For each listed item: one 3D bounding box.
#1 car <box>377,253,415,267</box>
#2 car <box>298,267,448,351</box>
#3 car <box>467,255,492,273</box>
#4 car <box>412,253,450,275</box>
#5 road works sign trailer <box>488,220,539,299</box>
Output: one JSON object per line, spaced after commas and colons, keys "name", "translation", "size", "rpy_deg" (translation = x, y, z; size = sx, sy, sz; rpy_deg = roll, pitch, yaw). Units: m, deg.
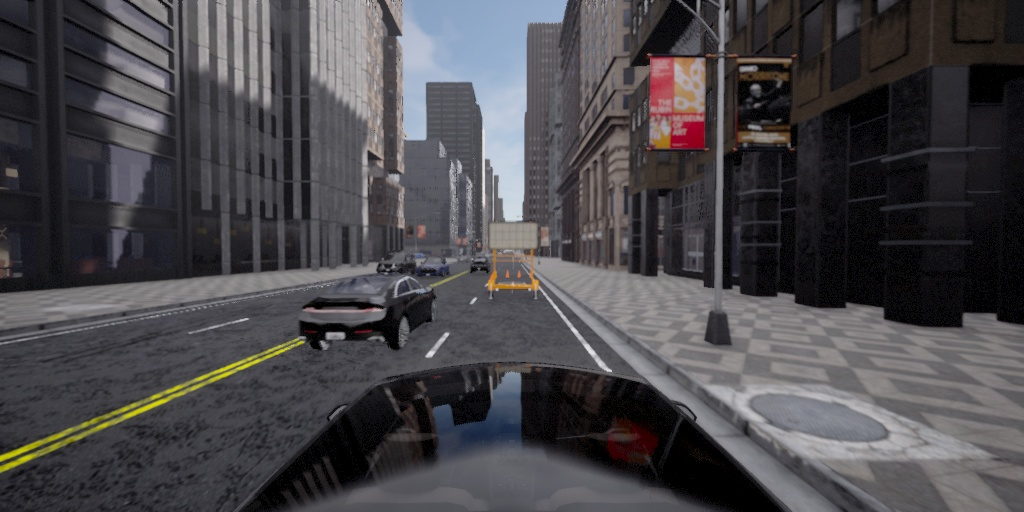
{"name": "car", "translation": [-9.847, 0.732, 31.169], "size": [2.150, 2.045, 5.566], "rpy_deg": [0, 1, 0]}
{"name": "car", "translation": [-3.150, 1.192, 8.819], "size": [2.128, 1.511, 4.902], "rpy_deg": [0, 0, 0]}
{"name": "car", "translation": [-3.152, 0.962, 36.668], "size": [1.837, 1.490, 4.892], "rpy_deg": [0, 1, 0]}
{"name": "car", "translation": [-6.596, 0.869, 30.428], "size": [2.097, 1.767, 4.553], "rpy_deg": [0, 1, 0]}
{"name": "road works sign trailer", "translation": [0.066, 0.099, 17.228], "size": [2.380, 3.560, 2.880], "rpy_deg": [0, 0, 0]}
